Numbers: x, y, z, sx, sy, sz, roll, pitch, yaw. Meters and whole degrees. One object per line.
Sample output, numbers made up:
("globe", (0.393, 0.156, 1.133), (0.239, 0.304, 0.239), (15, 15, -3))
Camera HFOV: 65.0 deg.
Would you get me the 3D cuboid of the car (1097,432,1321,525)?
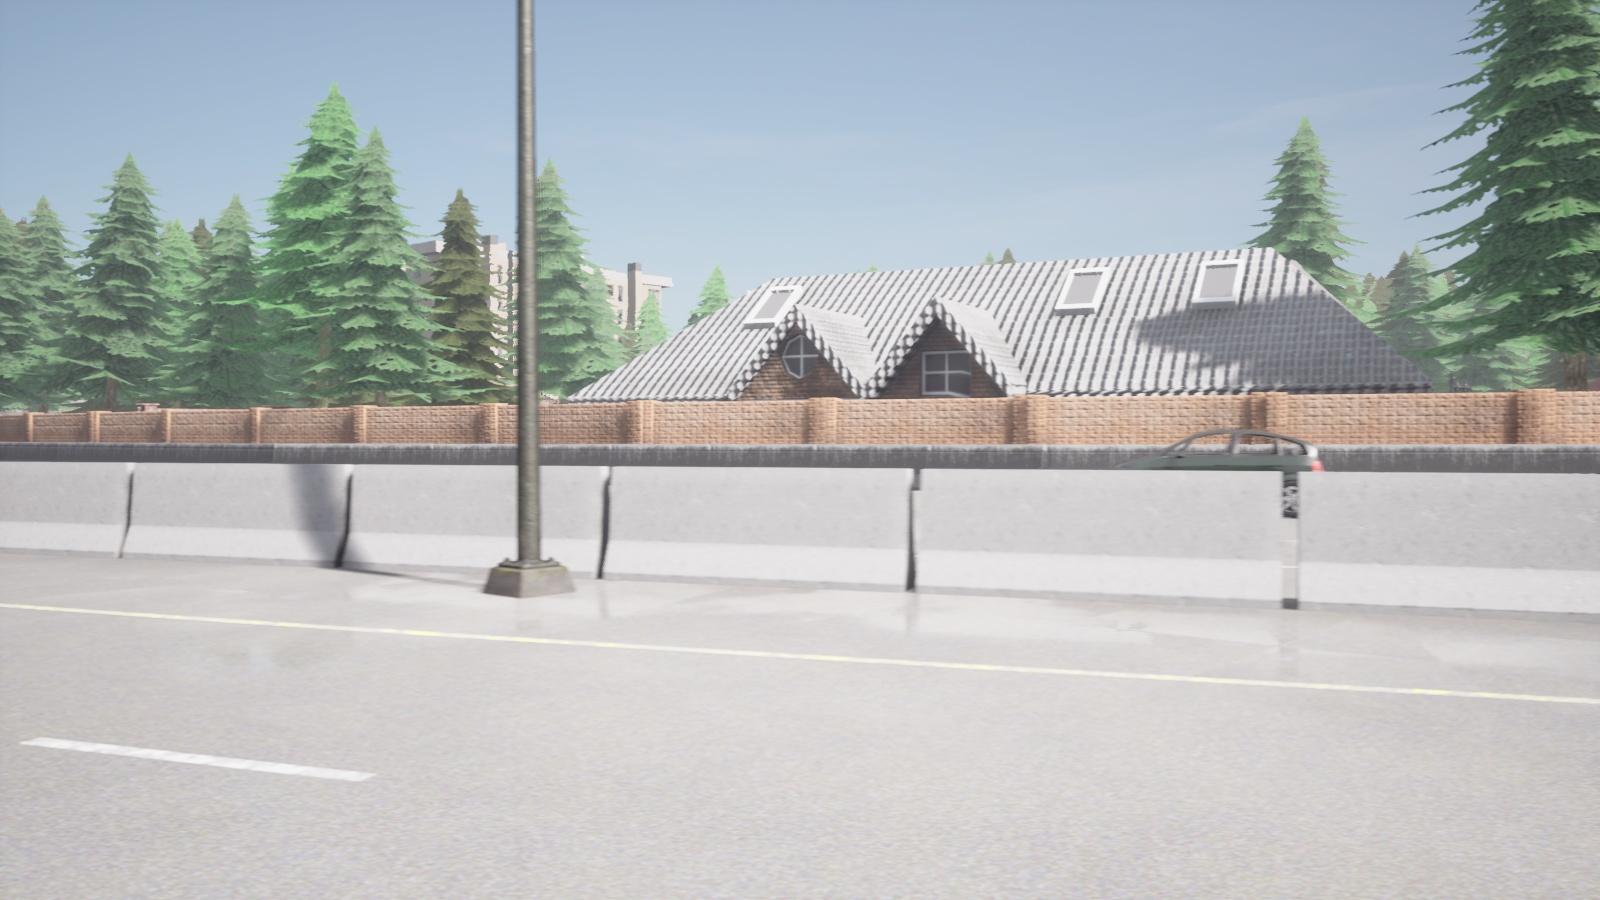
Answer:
("car", (7.388, 0.468, 22.832), (3.705, 1.549, 1.789), (1, 1, 18))
